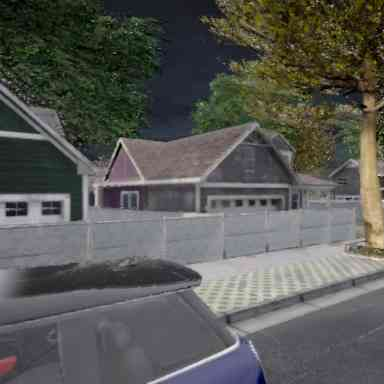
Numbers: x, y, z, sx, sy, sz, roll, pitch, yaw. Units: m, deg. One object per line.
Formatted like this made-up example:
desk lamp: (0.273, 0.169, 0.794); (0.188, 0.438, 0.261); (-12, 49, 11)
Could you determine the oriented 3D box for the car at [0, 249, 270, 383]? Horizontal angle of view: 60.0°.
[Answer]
car: (-1.632, 1.352, 1.910); (4.553, 1.767, 2.097); (0, 0, -35)
